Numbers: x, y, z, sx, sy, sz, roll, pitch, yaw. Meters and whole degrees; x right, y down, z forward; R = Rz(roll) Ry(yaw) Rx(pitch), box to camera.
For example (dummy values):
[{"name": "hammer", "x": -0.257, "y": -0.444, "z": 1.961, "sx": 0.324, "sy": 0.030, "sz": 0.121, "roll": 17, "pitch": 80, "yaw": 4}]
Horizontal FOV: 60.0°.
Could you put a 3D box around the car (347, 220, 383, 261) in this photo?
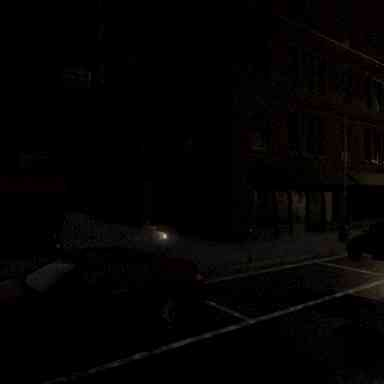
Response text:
[{"name": "car", "x": 7.269, "y": 1.662, "z": 11.709, "sx": 4.313, "sy": 1.339, "sz": 1.947, "roll": 1, "pitch": 0, "yaw": -35}]

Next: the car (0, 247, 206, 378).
[{"name": "car", "x": -1.692, "y": 1.594, "z": 5.325, "sx": 4.206, "sy": 1.307, "sz": 1.802, "roll": 1, "pitch": 0, "yaw": -35}]
